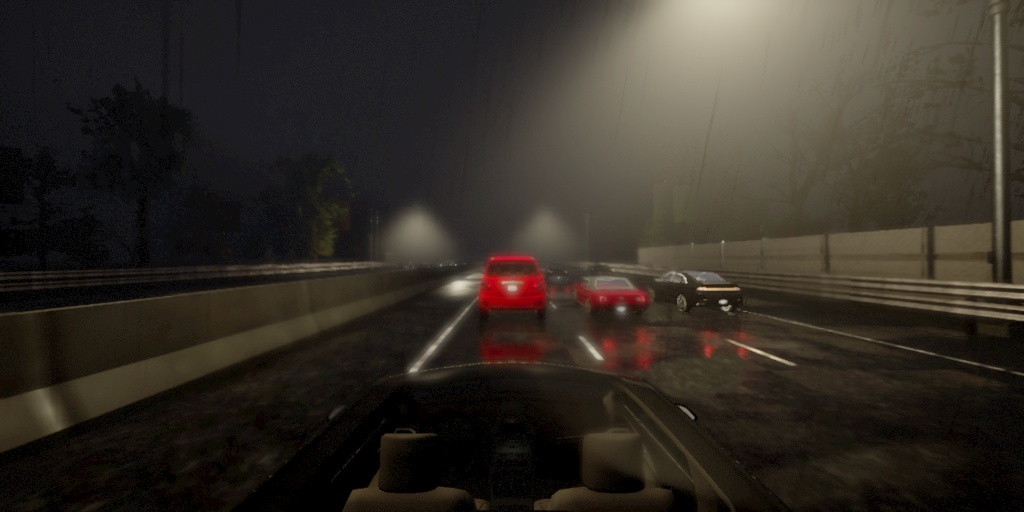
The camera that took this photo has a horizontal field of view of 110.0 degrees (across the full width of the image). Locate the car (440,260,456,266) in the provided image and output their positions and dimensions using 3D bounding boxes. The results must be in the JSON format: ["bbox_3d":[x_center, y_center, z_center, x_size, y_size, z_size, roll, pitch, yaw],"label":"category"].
[{"bbox_3d":[-10.592,1.506,59.539,2.097,1.767,4.553,0,0,0],"label":"car"}]

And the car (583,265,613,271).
[{"bbox_3d":[7.041,1.453,29.379,1.837,1.490,4.892,0,0,0],"label":"car"}]

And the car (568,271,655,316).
[{"bbox_3d":[3.537,1.437,13.739,1.895,1.301,4.718,0,0,0],"label":"car"}]

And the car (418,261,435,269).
[{"bbox_3d":[-14.089,1.630,59.356,1.882,1.535,5.008,0,0,0],"label":"car"}]

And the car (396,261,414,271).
[{"bbox_3d":[-17.587,1.657,59.311,1.837,1.490,4.892,0,0,0],"label":"car"}]

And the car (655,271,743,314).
[{"bbox_3d":[7.042,1.333,14.347,2.128,1.511,4.902,0,0,0],"label":"car"}]

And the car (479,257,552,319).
[{"bbox_3d":[0.033,1.056,13.306,2.150,2.045,5.566,0,0,0],"label":"car"}]

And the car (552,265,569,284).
[{"bbox_3d":[3.540,1.439,29.351,2.128,1.511,4.902,0,0,0],"label":"car"}]
